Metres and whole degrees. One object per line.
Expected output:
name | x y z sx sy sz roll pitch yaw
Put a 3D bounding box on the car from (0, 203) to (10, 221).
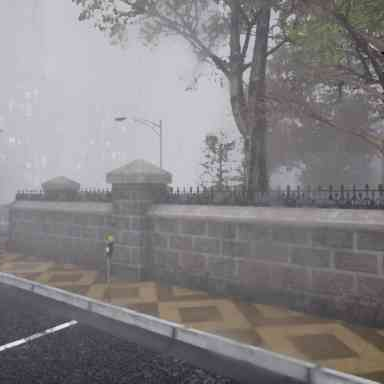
car | -15.614 1.708 28.585 1.837 1.490 4.892 0 -1 35
